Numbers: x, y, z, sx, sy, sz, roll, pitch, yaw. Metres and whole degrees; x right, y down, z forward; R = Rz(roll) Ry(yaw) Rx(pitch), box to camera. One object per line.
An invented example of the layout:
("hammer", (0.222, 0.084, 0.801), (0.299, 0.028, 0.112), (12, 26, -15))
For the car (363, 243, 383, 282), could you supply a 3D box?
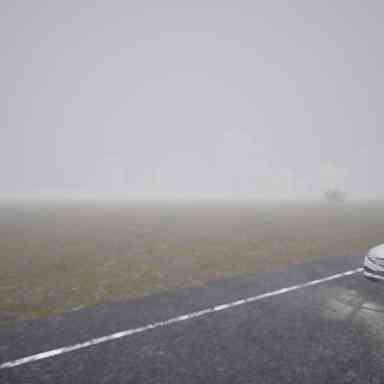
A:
("car", (6.243, 1.481, 8.428), (4.674, 1.442, 1.812), (0, 0, -35))
